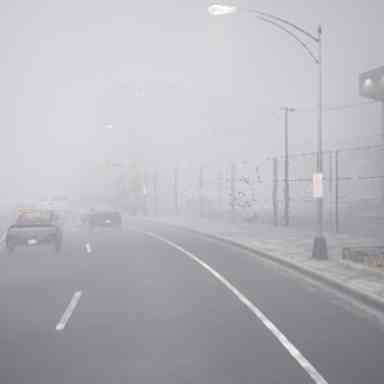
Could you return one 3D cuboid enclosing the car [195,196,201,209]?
[{"bbox_3d":[0.883,1.367,44.989,2.185,1.767,4.553,0,0,-34],"label":"car"}]

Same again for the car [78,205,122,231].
[{"bbox_3d":[-5.976,1.539,21.230,1.882,1.535,5.008,0,0,-28],"label":"car"}]

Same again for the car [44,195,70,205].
[{"bbox_3d":[-14.375,1.326,34.660,2.150,2.045,5.566,0,0,-34],"label":"car"}]

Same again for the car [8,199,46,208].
[{"bbox_3d":[-13.368,1.563,26.732,1.882,1.535,5.008,0,0,-33],"label":"car"}]

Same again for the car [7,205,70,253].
[{"bbox_3d":[-6.404,1.535,14.018,2.128,1.511,4.902,0,0,-19],"label":"car"}]
